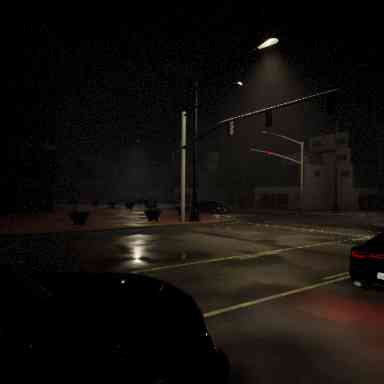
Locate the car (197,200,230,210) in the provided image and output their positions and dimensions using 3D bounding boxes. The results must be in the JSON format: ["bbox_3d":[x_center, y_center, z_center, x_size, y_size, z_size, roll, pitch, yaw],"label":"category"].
[{"bbox_3d":[2.081,1.619,35.735,1.812,1.442,4.674,1,-1,-35],"label":"car"}]

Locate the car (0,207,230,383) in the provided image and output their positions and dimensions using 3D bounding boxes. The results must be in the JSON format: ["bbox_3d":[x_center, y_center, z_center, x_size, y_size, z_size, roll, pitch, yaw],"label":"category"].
[{"bbox_3d":[-2.328,1.222,2.083,5.566,2.045,2.150,0,0,-36],"label":"car"}]

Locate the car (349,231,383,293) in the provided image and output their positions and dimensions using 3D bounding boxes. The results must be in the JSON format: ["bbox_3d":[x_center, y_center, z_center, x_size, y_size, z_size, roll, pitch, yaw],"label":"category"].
[{"bbox_3d":[5.752,1.498,7.883,5.008,1.535,1.882,0,0,-35],"label":"car"}]
